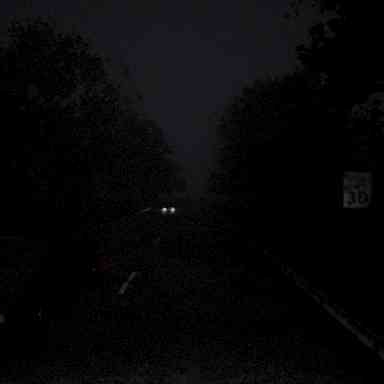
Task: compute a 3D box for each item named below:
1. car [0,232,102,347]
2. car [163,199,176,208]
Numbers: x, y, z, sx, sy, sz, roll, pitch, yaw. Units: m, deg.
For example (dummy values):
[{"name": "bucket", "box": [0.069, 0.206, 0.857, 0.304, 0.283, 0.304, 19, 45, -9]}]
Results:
[{"name": "car", "box": [-3.350, 1.576, 6.850, 2.033, 1.411, 5.357, 0, 0, 0]}, {"name": "car", "box": [-3.427, 1.723, 50.843, 2.033, 1.411, 5.357, 0, 0, 0]}]
